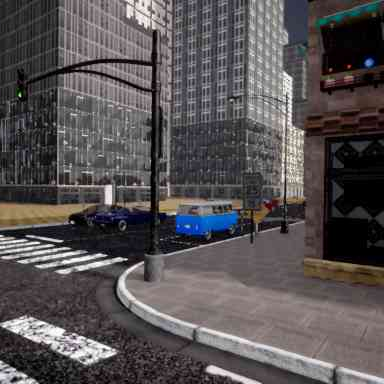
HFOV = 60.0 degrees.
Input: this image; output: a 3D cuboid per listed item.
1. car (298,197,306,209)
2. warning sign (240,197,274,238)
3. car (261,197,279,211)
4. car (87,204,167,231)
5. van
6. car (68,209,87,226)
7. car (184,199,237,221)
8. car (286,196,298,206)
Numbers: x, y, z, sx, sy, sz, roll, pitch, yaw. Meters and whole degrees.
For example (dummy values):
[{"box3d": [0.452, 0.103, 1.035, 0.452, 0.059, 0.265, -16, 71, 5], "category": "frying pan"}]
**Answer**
[{"box3d": [15.609, 1.416, 42.228, 1.882, 1.535, 5.008, 1, 1, 36], "category": "car"}, {"box3d": [3.150, 1.177, 16.112, 1.300, 1.860, 1.060, 1, 1, 36], "category": "warning sign"}, {"box3d": [7.506, 1.506, 36.272, 1.895, 1.301, 4.718, 1, 1, 36], "category": "car"}, {"box3d": [-3.744, 1.541, 20.520, 1.895, 1.301, 4.718, 1, 1, 36], "category": "car"}, {"box3d": [0.870, 1.368, 17.009, 1.690, 1.788, 3.998, 1, 1, 36], "category": "van"}, {"box3d": [-5.954, 1.467, 21.880, 1.947, 1.339, 4.313, 1, 1, 36], "category": "car"}, {"box3d": [1.646, 1.414, 28.070, 2.128, 1.511, 4.902, 1, 1, 35], "category": "car"}, {"box3d": [16.442, 1.364, 53.266, 1.752, 1.417, 4.829, 1, 1, 36], "category": "car"}]
